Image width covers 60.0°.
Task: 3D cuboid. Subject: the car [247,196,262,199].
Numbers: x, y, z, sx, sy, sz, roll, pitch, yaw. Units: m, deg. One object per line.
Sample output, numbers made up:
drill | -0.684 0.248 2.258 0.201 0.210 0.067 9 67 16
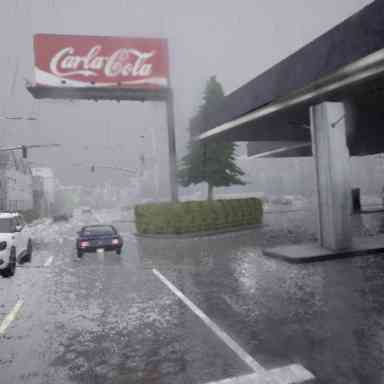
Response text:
car | 14.554 2.058 80.850 1.905 1.878 3.866 -3 -1 -18

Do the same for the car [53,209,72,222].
car | -18.510 3.539 47.033 1.895 1.301 4.718 -3 -1 -18

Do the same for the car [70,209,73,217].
car | -22.293 3.750 59.009 2.097 1.767 4.553 -3 -1 -17

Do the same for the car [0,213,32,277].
car | -7.365 1.831 12.166 2.150 2.045 5.566 -2 -2 -17

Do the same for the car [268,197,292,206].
car | 16.822 1.773 62.565 2.007 1.523 4.514 -3 -1 -18

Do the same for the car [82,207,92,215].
car | -22.334 4.006 70.688 1.812 1.442 4.674 -3 -1 -18

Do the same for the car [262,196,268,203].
car | 17.189 1.958 82.139 1.932 1.855 4.605 -3 -1 -18

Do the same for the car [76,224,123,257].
car | -4.503 2.199 15.931 1.895 1.301 4.718 -2 -1 -18
